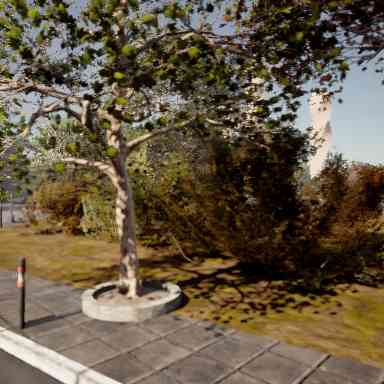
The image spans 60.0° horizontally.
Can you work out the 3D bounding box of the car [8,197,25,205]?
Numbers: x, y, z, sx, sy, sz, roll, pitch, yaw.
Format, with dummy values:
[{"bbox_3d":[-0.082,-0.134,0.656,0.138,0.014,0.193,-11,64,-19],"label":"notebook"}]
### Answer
[{"bbox_3d":[-28.528,1.495,55.810,2.033,1.411,5.357,0,-2,2],"label":"car"}]
